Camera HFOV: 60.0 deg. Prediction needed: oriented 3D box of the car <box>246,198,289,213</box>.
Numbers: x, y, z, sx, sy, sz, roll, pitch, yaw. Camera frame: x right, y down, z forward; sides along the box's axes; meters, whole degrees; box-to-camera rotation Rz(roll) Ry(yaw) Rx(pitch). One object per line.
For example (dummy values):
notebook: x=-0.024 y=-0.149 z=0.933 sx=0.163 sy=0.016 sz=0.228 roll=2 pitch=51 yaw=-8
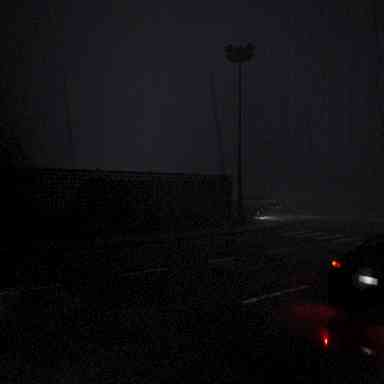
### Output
car: x=8.528 y=1.460 z=37.935 sx=1.837 sy=1.490 sz=4.892 roll=0 pitch=0 yaw=-35

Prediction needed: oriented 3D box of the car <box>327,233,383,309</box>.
car: x=4.828 y=1.567 z=7.181 sx=4.181 sy=1.385 sz=1.994 roll=0 pitch=0 yaw=-35

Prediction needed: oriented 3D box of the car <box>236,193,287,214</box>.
car: x=6.625 y=1.176 z=34.262 sx=2.150 sy=2.045 sz=5.566 roll=0 pitch=0 yaw=-35

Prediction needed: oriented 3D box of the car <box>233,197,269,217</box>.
car: x=4.294 y=1.500 z=31.504 sx=2.033 sy=1.411 sz=5.357 roll=0 pitch=0 yaw=-35
